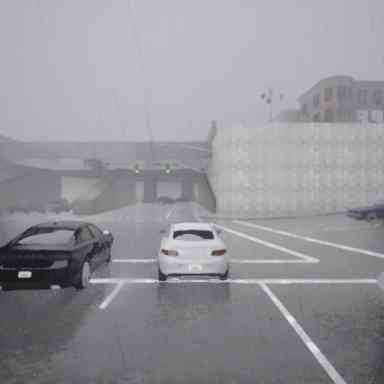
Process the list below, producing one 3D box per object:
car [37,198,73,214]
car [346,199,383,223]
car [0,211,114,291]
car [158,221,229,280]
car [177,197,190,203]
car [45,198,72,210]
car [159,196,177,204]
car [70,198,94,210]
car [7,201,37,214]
[{"bbox_3d":[-14.818,1.631,36.437,1.812,1.442,4.674,0,0,-1],"label":"car"},{"bbox_3d":[12.255,1.070,20.811,4.718,1.301,1.895,-6,0,0],"label":"car"},{"bbox_3d":[-3.494,1.530,9.262,1.882,1.535,5.008,0,0,-2],"label":"car"},{"bbox_3d":[-0.033,1.594,10.073,1.812,1.442,4.674,0,0,-3],"label":"car"},{"bbox_3d":[-2.229,1.774,77.672,1.994,1.385,4.181,0,0,28],"label":"car"},{"bbox_3d":[-18.569,1.639,46.510,1.837,1.490,4.892,0,0,-1],"label":"car"},{"bbox_3d":[-4.785,1.756,68.167,1.994,1.385,4.181,0,0,6],"label":"car"},{"bbox_3d":[-15.049,1.636,45.689,1.837,1.490,4.892,0,0,-1],"label":"car"},{"bbox_3d":[-18.335,1.655,37.027,2.033,1.411,5.357,0,0,-1],"label":"car"}]
